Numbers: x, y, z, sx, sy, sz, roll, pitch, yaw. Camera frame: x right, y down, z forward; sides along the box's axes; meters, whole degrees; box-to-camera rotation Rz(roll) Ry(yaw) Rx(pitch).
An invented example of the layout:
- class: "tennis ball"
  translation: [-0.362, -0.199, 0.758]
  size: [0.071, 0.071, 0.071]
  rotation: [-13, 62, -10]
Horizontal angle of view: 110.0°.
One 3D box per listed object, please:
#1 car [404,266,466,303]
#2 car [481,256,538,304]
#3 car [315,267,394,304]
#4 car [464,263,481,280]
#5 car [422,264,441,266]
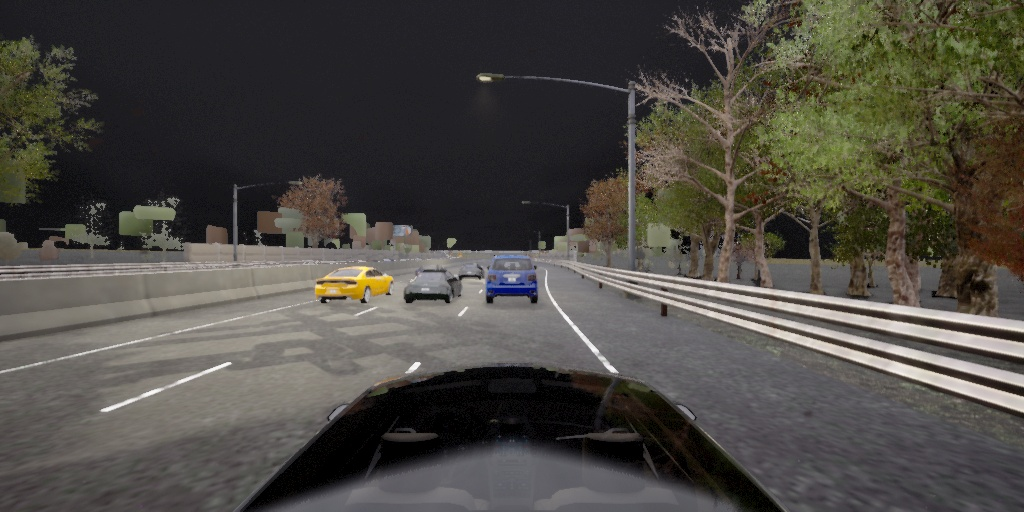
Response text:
- class: "car"
  translation: [-3.500, 1.322, 16.501]
  size: [1.994, 1.385, 4.181]
  rotation: [0, 0, 0]
- class: "car"
  translation: [0.000, 1.007, 16.531]
  size: [2.150, 2.045, 5.566]
  rotation: [0, 0, 0]
- class: "car"
  translation: [-7.000, 1.234, 16.501]
  size: [1.882, 1.535, 5.008]
  rotation: [0, 0, 0]
- class: "car"
  translation: [-3.500, 1.332, 31.501]
  size: [1.994, 1.385, 4.181]
  rotation: [0, 0, 0]
- class: "car"
  translation: [-7.000, 1.375, 31.531]
  size: [1.895, 1.301, 4.718]
  rotation: [0, 0, 0]
